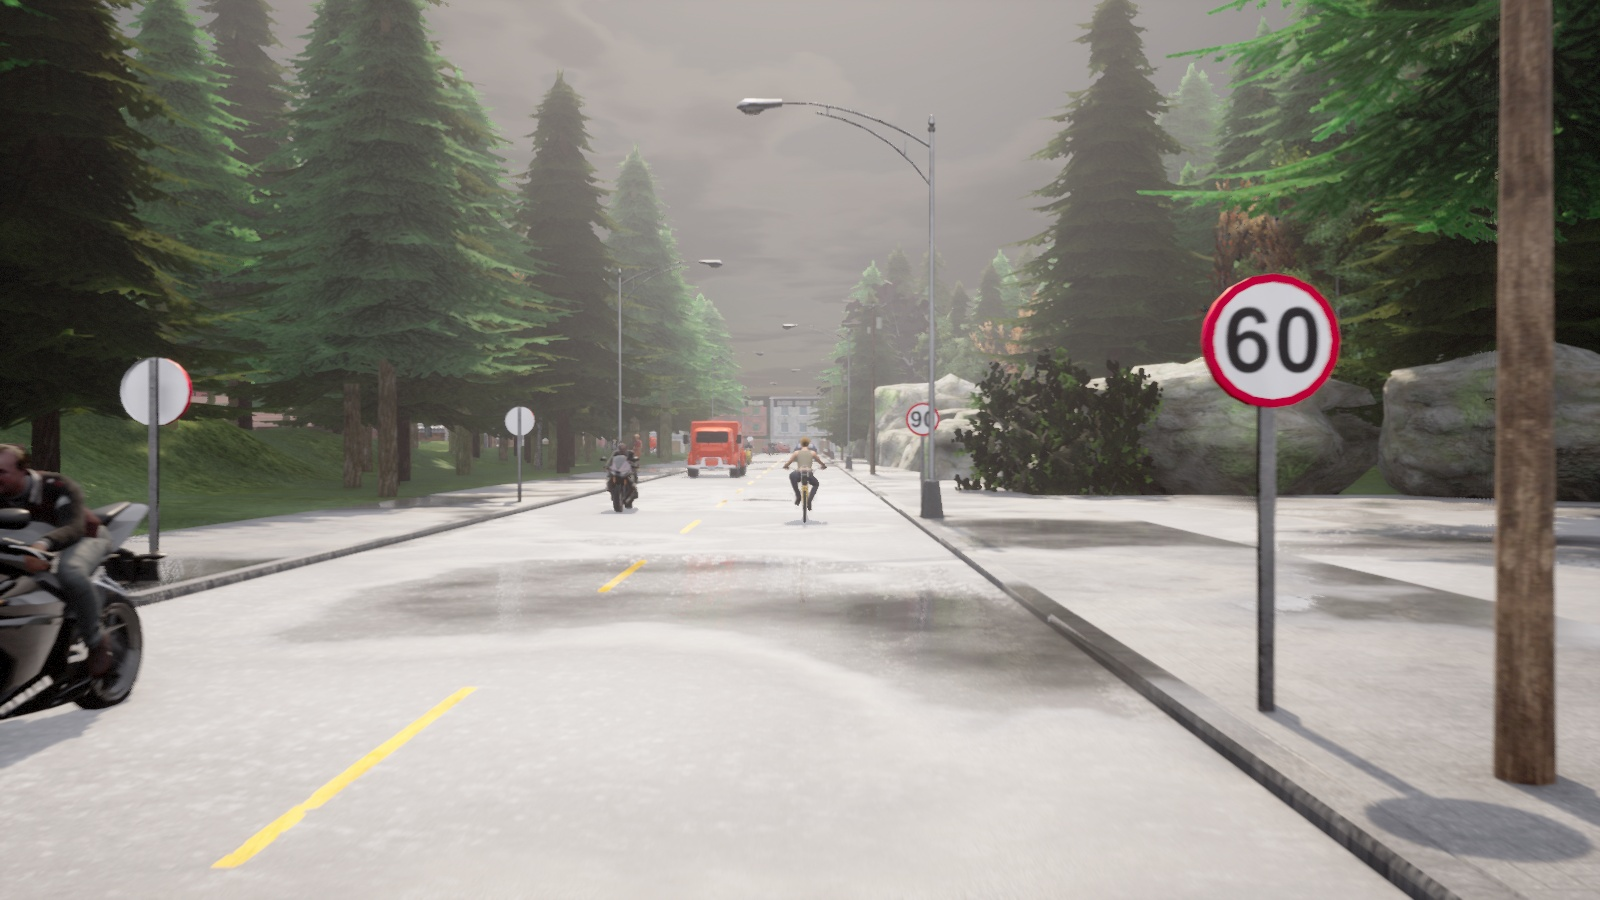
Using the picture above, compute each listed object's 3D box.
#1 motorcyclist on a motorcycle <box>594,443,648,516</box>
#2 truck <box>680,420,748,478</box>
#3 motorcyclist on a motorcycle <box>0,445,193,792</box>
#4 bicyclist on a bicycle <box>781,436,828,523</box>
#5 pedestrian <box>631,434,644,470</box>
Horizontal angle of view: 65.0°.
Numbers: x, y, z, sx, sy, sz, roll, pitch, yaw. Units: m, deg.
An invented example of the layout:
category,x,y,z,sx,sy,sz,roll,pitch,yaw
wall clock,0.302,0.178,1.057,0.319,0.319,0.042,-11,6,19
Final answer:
category,x,y,z,sx,sy,sz,roll,pitch,yaw
motorcyclist on a motorcycle,-3.886,0.623,27.473,0.866,1.530,2.191,0,0,0
truck,-3.755,-0.062,55.707,2.627,2.467,5.204,0,1,0
motorcyclist on a motorcycle,-3.964,0.743,6.204,0.866,1.530,2.191,0,0,0
bicyclist on a bicycle,0.097,0.548,24.048,0.866,1.612,1.509,0,0,1
pedestrian,-8.231,0.091,63.543,0.345,1.836,0.594,0,0,31
